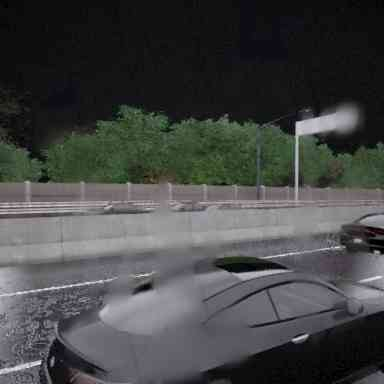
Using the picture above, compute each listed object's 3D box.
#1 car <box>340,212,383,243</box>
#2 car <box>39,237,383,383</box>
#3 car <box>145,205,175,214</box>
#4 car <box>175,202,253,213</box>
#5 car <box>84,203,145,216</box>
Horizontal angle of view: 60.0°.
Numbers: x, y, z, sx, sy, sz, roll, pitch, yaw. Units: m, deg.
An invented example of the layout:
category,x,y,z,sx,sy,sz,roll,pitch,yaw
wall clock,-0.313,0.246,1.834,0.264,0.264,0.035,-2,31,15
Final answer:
category,x,y,z,sx,sy,sz,roll,pitch,yaw
car,7.626,1.486,12.424,5.008,1.535,1.882,0,0,-32
car,0.763,1.526,3.947,4.674,1.442,1.812,0,0,-32
car,-0.523,1.483,24.073,5.008,1.535,1.882,0,0,-32
car,1.728,1.485,21.354,5.008,1.535,1.882,0,0,-32
car,-5.699,1.526,24.944,4.674,1.442,1.812,0,0,-32
